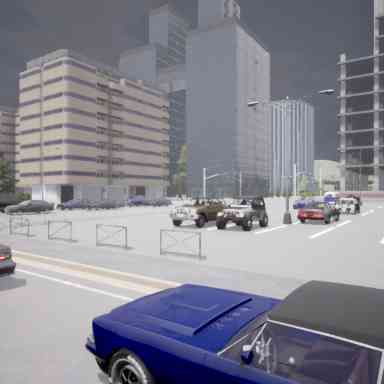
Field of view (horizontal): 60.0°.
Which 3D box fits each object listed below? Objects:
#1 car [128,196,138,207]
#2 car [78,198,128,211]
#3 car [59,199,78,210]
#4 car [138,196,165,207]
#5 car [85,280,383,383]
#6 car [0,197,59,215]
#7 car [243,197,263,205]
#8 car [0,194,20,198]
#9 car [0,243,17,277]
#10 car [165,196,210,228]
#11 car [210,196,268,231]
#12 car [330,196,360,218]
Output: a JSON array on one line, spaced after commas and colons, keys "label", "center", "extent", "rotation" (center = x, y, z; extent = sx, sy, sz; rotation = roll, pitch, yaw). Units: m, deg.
[{"label": "car", "center": [-8.870, 1.352, 50.934], "extent": [2.097, 1.767, 4.553], "rotation": [0, 0, 35]}, {"label": "car", "center": [-10.981, 1.547, 41.564], "extent": [2.033, 1.411, 5.357], "rotation": [0, 0, 34]}, {"label": "car", "center": [-14.549, 1.547, 42.539], "extent": [2.033, 1.411, 5.357], "rotation": [0, 0, 34]}, {"label": "car", "center": [-5.187, 1.547, 50.179], "extent": [2.033, 1.411, 5.357], "rotation": [0, 0, 34]}, {"label": "car", "center": [1.120, 1.601, 3.191], "extent": [4.718, 1.301, 1.895], "rotation": [0, 0, 35]}, {"label": "car", "center": [-16.312, 1.526, 33.593], "extent": [1.812, 1.442, 4.674], "rotation": [0, 0, 34]}, {"label": "car", "center": [11.358, 1.601, 61.948], "extent": [1.895, 1.301, 4.718], "rotation": [0, 0, 35]}, {"label": "car", "center": [-20.259, 1.222, 34.031], "extent": [2.150, 2.045, 5.566], "rotation": [0, 0, 34]}, {"label": "car", "center": [-6.724, 1.547, 8.707], "extent": [5.357, 1.411, 2.033], "rotation": [0, 0, 35]}, {"label": "car", "center": [0.645, 1.153, 20.945], "extent": [1.932, 1.855, 4.605], "rotation": [0, 0, 34]}, {"label": "car", "center": [3.012, 1.156, 19.279], "extent": [1.905, 1.878, 3.866], "rotation": [0, 0, 34]}, {"label": "car", "center": [15.038, 1.395, 32.232], "extent": [1.970, 1.475, 3.806], "rotation": [0, 0, 34]}]
